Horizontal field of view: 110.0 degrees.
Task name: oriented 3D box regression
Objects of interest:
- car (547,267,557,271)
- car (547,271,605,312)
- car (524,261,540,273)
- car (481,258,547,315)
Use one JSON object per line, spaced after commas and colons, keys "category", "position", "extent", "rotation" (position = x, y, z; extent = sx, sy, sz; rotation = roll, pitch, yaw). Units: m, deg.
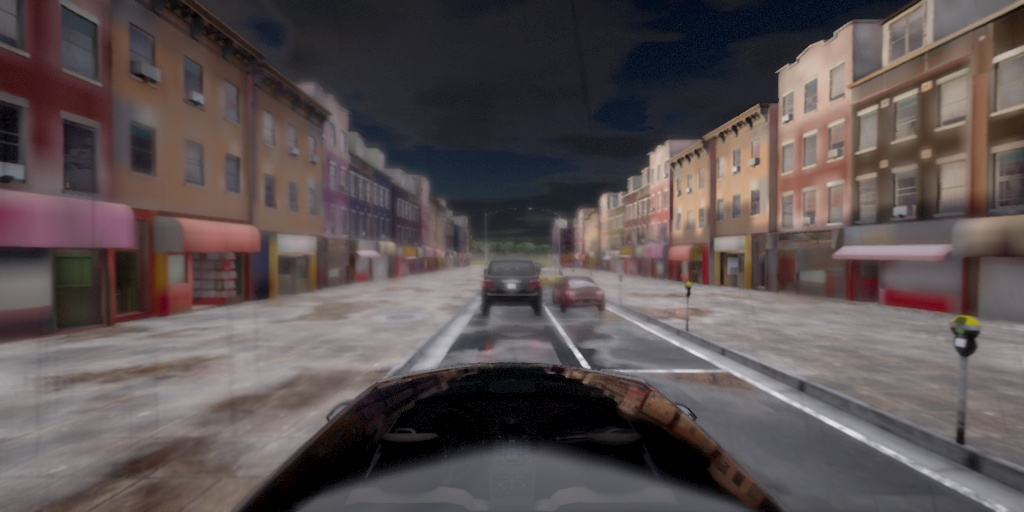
{"category": "car", "position": [2.621, 1.498, 25.847], "extent": [1.751, 1.417, 4.829], "rotation": [0, 0, 0]}
{"category": "car", "position": [2.629, 1.452, 14.613], "extent": [1.802, 1.307, 4.207], "rotation": [0, 0, 0]}
{"category": "car", "position": [2.954, 1.594, 53.924], "extent": [2.097, 1.767, 4.553], "rotation": [0, -1, 0]}
{"category": "car", "position": [0.005, 1.093, 14.409], "extent": [2.150, 2.045, 5.566], "rotation": [0, 0, 0]}
